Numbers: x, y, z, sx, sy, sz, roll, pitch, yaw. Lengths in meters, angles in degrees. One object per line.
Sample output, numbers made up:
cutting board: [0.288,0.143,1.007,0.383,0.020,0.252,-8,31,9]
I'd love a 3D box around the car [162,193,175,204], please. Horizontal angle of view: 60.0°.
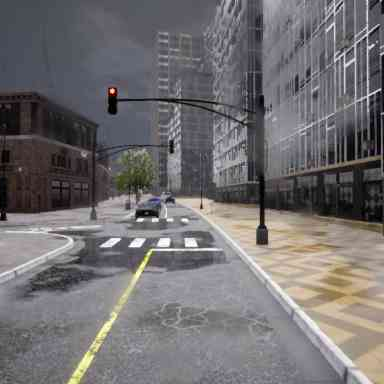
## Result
car: [-4.321,1.498,64.314,1.837,1.490,4.892,0,0,-8]

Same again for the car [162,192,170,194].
car: [-5.795,1.045,74.652,2.150,2.045,5.566,0,0,-9]

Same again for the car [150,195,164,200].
car: [-5.025,1.472,44.838,1.882,1.535,5.008,0,0,-5]

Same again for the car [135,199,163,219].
car: [-3.821,1.562,29.091,1.994,1.385,4.181,0,0,-3]
